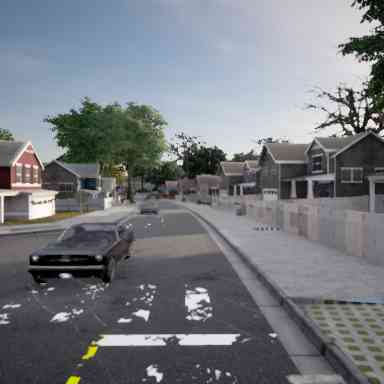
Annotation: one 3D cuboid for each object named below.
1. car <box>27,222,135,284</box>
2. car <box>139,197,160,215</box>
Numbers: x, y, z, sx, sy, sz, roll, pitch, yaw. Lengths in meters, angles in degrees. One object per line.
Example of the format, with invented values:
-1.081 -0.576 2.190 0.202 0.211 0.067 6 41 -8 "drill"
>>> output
-2.913 1.595 9.747 1.895 1.301 4.718 0 0 -2 "car"
-4.333 1.574 34.138 1.837 1.490 4.892 0 0 -5 "car"
